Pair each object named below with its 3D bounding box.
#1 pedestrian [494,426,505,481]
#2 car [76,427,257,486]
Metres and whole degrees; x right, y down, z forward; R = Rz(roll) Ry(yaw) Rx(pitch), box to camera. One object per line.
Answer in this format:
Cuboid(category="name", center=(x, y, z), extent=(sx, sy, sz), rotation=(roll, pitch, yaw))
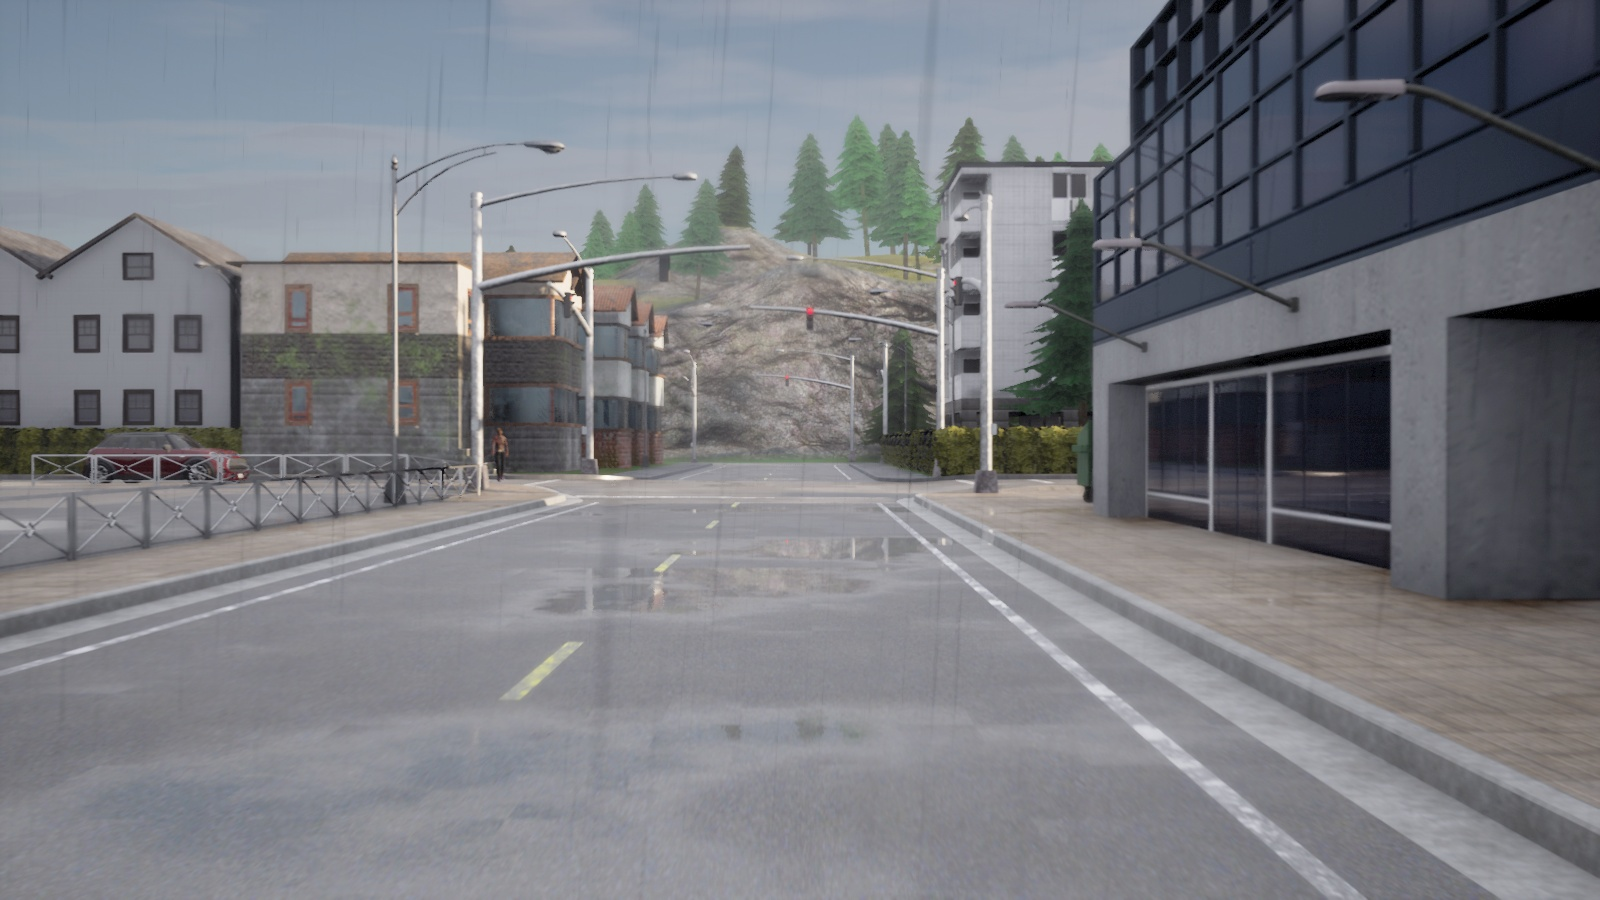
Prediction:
Cuboid(category="pedestrian", center=(-9.951, 0.125, 41.595), extent=(0.328, 1.805, 0.869), rotation=(0, 0, -16))
Cuboid(category="car", center=(-19.614, 0.193, 39.017), extent=(4.553, 1.767, 2.097), rotation=(0, 0, 0))
